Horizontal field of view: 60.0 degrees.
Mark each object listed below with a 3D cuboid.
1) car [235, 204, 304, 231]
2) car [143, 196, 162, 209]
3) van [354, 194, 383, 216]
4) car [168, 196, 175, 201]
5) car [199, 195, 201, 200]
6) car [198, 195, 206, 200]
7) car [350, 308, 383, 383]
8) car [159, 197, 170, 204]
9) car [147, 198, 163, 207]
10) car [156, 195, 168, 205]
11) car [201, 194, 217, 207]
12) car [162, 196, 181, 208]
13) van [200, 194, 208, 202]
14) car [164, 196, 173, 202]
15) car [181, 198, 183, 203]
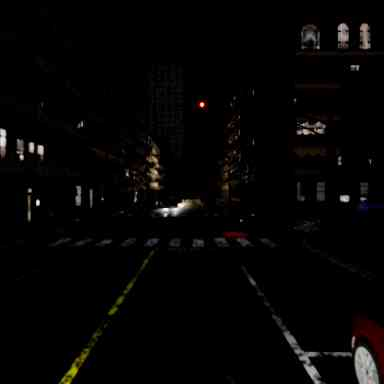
[{"bbox_3d":[4.873,1.452,20.609,5.008,1.535,1.882,-1,-1,-35],"label":"car"},{"bbox_3d":[-5.619,1.564,45.600,2.008,1.369,4.403,0,0,0],"label":"car"},{"bbox_3d":[15.688,1.038,27.657,3.998,1.788,1.690,-1,1,-1],"label":"van"},{"bbox_3d":[-5.541,1.640,89.823,1.802,1.307,4.206,-1,0,0],"label":"car"},{"bbox_3d":[2.800,1.583,67.691,2.008,1.369,4.403,-1,0,0],"label":"car"},{"bbox_3d":[2.848,1.610,95.331,1.887,1.381,4.507,-1,0,0],"label":"car"},{"bbox_3d":[2.684,1.545,2.108,1.887,1.381,4.507,0,0,0],"label":"car"},{"bbox_3d":[-5.581,1.614,67.711,1.802,1.307,4.206,-1,0,0],"label":"car"},{"bbox_3d":[-5.610,1.584,51.127,1.947,1.339,4.313,0,0,0],"label":"car"},{"bbox_3d":[-5.592,1.467,62.183,1.967,1.590,4.097,-1,0,0],"label":"car"},{"bbox_3d":[2.769,1.458,51.108,1.967,1.590,4.097,-1,0,0],"label":"car"},{"bbox_3d":[-3.011,1.616,48.341,1.895,1.301,4.718,0,0,0],"label":"car"},{"bbox_3d":[2.817,1.385,78.747,1.690,1.788,3.998,-1,0,0],"label":"van"},{"bbox_3d":[-5.562,1.569,78.597,1.752,1.417,4.829,-1,0,0],"label":"car"},{"bbox_3d":[-2.929,1.533,64.627,1.837,1.490,4.892,0,0,1],"label":"car"}]
